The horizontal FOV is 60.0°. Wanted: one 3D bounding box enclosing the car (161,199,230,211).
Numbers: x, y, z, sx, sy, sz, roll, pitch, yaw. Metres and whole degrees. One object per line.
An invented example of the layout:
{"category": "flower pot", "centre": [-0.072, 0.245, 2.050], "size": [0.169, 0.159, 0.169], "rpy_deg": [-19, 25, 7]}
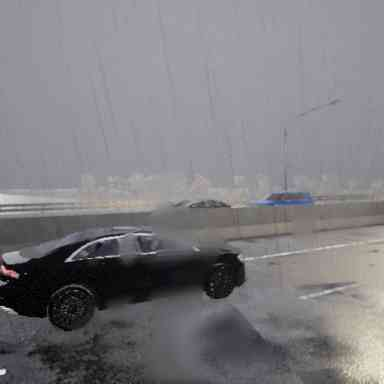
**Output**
{"category": "car", "centre": [0.547, 1.272, 24.063], "size": [4.892, 1.490, 1.837], "rpy_deg": [-1, 1, -30]}

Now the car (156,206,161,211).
{"category": "car", "centre": [-0.853, 1.317, 27.293], "size": [4.181, 1.385, 1.994], "rpy_deg": [-1, 1, -30]}

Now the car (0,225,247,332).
{"category": "car", "centre": [-1.130, 1.439, 6.723], "size": [4.902, 1.511, 2.128], "rpy_deg": [-1, 1, -30]}

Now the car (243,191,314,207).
{"category": "car", "centre": [6.082, 0.948, 23.189], "size": [5.566, 2.045, 2.150], "rpy_deg": [-1, 1, -30]}
